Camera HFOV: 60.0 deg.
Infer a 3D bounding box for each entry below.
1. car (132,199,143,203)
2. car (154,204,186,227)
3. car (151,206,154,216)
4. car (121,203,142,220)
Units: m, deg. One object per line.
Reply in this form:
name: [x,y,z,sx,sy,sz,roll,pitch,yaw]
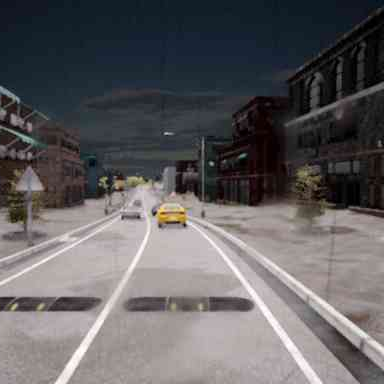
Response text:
car: [-11.844,2.297,72.500,1.837,1.490,4.892,0,1,-9]
car: [-1.523,1.598,23.804,1.882,1.535,5.008,0,-1,-7]
car: [-4.095,2.226,41.991,1.994,1.385,4.181,0,-2,-9]
car: [-5.840,1.964,32.136,1.895,1.301,4.718,0,-2,-8]
